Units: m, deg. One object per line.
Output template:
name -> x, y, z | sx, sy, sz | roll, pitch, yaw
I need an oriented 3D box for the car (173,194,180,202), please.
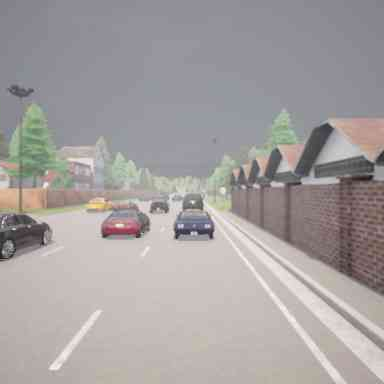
car -> -3.503, 1.455, 73.441 | 1.994, 1.385, 4.181 | 0, 0, 0

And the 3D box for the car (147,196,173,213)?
car -> -3.401, 1.461, 36.167 | 1.837, 1.490, 4.892 | 0, 0, 0

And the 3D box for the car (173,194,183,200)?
car -> -3.503, 1.274, 83.445 | 2.128, 1.511, 4.902 | 0, 0, 0

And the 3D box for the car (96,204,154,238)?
car -> -3.401, 1.543, 17.655 | 1.994, 1.385, 4.181 | 0, 0, 0

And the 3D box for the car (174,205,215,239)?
car -> 0.099, 1.580, 17.285 | 1.895, 1.301, 4.718 | 0, 0, 0

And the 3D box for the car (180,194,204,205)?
car -> 0.098, 1.179, 35.437 | 2.150, 2.045, 5.566 | 0, 0, 0

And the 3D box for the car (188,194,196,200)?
car -> -0.003, 1.226, 83.445 | 1.882, 1.535, 5.008 | 0, 0, 0

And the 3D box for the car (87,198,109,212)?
car -> -10.402, 1.432, 37.740 | 1.882, 1.535, 5.008 | 0, 0, 0

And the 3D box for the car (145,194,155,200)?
car -> -10.503, 1.301, 83.445 | 1.994, 1.385, 4.181 | 0, 0, 0

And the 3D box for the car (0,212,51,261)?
car -> -6.901, 1.490, 12.265 | 1.837, 1.490, 4.892 | 0, 0, 0

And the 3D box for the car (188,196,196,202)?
car -> -0.003, 1.497, 73.473 | 1.895, 1.301, 4.718 | 0, 0, 0

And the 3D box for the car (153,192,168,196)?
car -> -7.003, 1.379, 73.826 | 1.882, 1.535, 5.008 | 0, 0, 0

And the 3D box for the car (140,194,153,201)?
car -> -10.503, 1.453, 73.406 | 1.994, 1.385, 4.181 | 0, 0, 0

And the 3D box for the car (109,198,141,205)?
car -> -6.901, 1.559, 34.729 | 1.895, 1.301, 4.718 | 0, 0, 0
